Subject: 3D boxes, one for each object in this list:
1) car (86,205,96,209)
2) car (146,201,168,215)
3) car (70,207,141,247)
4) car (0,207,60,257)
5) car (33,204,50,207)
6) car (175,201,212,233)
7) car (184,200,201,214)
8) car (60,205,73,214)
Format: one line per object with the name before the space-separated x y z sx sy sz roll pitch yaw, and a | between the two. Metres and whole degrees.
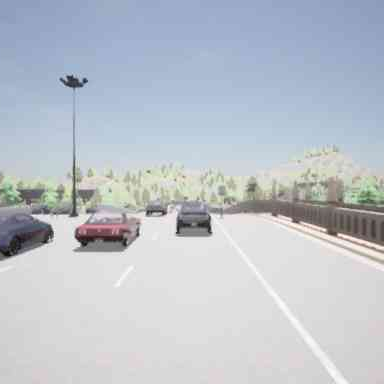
car | -14.077 2.680 48.699 1.882 1.535 5.008 0 -6 0
car | -3.413 1.570 32.841 2.033 1.411 5.357 0 -2 0
car | -3.406 1.484 14.447 1.895 1.301 4.718 0 0 0
car | -6.906 1.462 12.556 1.994 1.385 4.181 0 0 0
car | -21.081 2.460 46.303 1.837 1.490 4.892 0 -5 0
car | 0.092 1.342 18.496 2.128 1.511 4.902 0 0 0
car | 0.084 1.857 39.369 1.882 1.535 5.008 0 -4 0
car | -17.578 2.538 46.482 1.994 1.385 4.181 0 -6 1
